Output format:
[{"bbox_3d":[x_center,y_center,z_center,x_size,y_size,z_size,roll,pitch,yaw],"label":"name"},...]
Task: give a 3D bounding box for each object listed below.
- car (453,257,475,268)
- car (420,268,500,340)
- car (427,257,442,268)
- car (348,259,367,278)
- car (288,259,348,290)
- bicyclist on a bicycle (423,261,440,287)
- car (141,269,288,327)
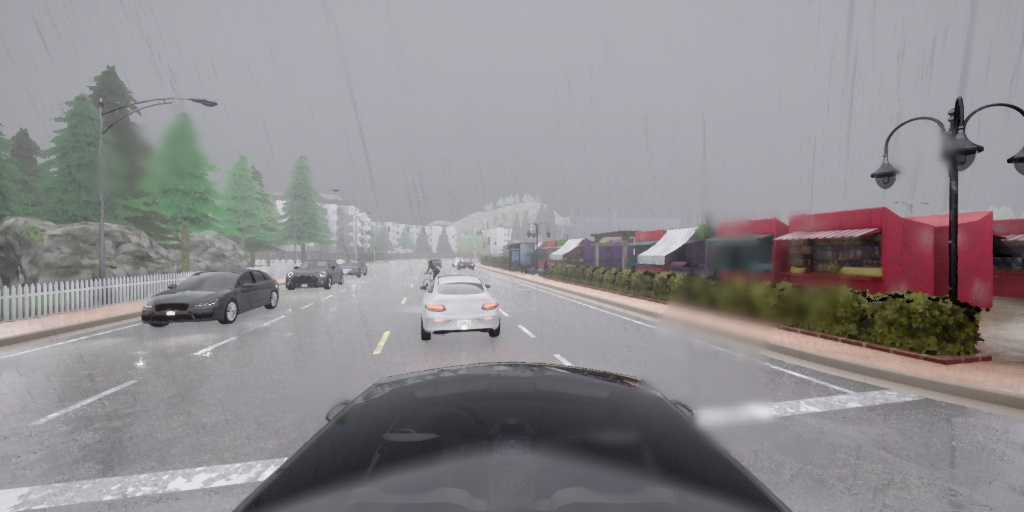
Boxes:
[{"bbox_3d":[-5.712,1.047,43.749,1.895,1.301,4.718,0,0,-13],"label":"car"},{"bbox_3d":[-1.494,1.225,9.769,1.812,1.442,4.674,0,0,-12],"label":"car"},{"bbox_3d":[-10.959,0.898,50.798,1.837,1.490,4.892,0,0,-13],"label":"car"},{"bbox_3d":[-13.652,1.033,30.679,2.128,1.511,4.902,0,0,-13],"label":"car"},{"bbox_3d":[-11.433,0.965,21.062,2.097,1.767,4.553,0,0,-13],"label":"car"},{"bbox_3d":[-4.349,1.078,19.612,0.582,1.620,1.656,0,1,25],"label":"bicyclist on a bicycle"},{"bbox_3d":[-9.210,1.190,11.466,1.837,1.490,4.892,0,0,-13],"label":"car"}]
